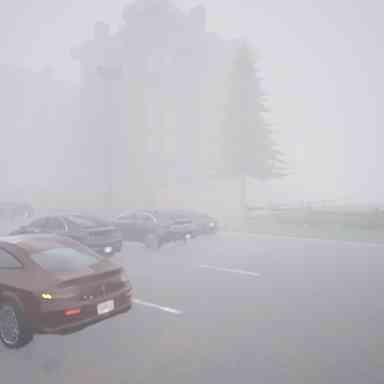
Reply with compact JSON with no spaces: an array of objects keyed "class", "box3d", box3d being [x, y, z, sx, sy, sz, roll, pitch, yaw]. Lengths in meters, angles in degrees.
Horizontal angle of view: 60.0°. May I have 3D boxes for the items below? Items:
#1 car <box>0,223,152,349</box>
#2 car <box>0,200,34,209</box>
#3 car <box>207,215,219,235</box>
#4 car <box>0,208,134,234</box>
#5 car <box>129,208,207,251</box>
[{"class":"car","box3d":[-3.142,1.517,6.214,4.674,1.442,1.812,0,0,35]},{"class":"car","box3d":[-14.999,1.464,27.579,4.892,1.490,1.837,0,0,35]},{"class":"car","box3d":[-0.685,1.549,17.376,4.181,1.385,1.994,0,0,35]},{"class":"car","box3d":[-4.510,1.490,11.505,4.892,1.490,1.837,0,0,35]},{"class":"car","box3d":[-2.119,1.477,14.098,4.902,1.511,2.128,0,0,35]}]
